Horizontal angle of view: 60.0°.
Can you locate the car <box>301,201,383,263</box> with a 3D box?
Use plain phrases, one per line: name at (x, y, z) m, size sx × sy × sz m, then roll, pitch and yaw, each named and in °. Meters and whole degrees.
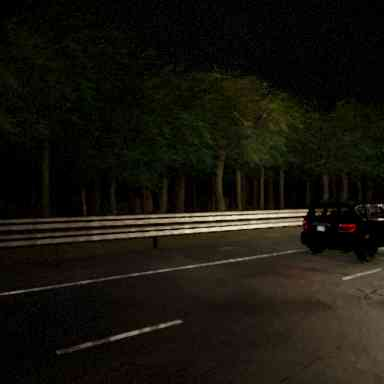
car at (6.571, 1.353, 12.842) m, size 5.566 × 2.045 × 2.150 m, roll 0°, pitch 0°, yaw -35°
